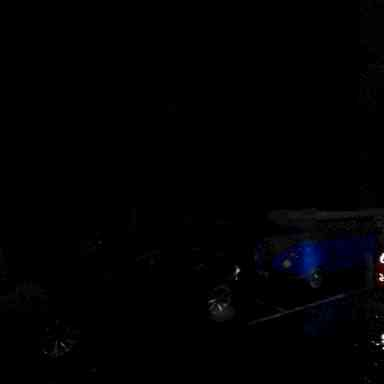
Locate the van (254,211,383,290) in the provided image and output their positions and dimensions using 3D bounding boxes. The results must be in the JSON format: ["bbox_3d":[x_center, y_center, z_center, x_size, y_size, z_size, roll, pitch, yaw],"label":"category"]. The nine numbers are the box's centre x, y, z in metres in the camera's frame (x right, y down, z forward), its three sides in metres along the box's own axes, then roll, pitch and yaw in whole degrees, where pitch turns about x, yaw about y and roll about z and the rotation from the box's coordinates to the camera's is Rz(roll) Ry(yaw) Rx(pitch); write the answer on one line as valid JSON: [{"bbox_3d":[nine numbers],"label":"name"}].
[{"bbox_3d":[3.418,1.426,9.043,3.998,1.788,1.690,1,-1,-35],"label":"van"}]

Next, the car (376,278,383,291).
[{"bbox_3d":[6.316,1.455,7.825,4.553,1.767,2.097,1,0,-35],"label":"car"}]

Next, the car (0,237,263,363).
[{"bbox_3d":[-1.027,1.591,5.908,4.313,1.339,1.947,1,-1,-35],"label":"car"}]

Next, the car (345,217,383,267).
[{"bbox_3d":[7.722,1.668,12.078,4.829,1.417,1.752,1,-1,-35],"label":"car"}]
